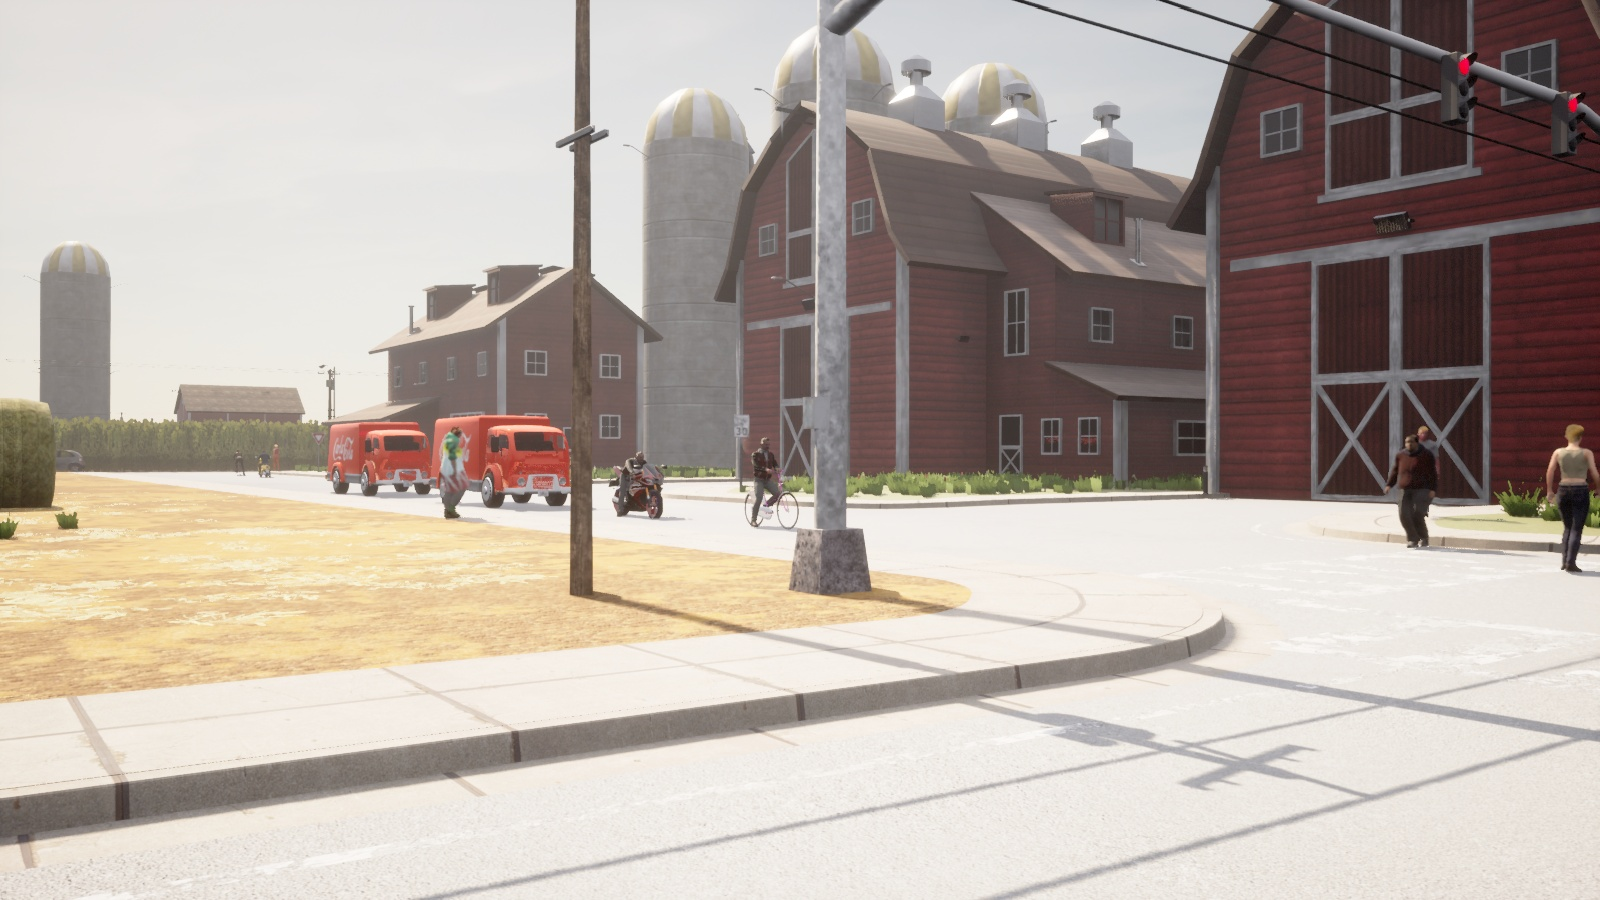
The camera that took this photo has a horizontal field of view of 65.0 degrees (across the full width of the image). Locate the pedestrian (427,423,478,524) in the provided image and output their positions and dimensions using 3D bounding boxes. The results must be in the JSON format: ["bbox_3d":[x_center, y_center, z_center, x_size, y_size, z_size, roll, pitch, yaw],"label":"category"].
[{"bbox_3d":[-6.860,0.455,24.790,0.873,1.952,0.659,0,0,-25],"label":"pedestrian"}]

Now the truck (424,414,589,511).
[{"bbox_3d":[-8.225,0.334,34.843,2.627,2.467,5.204,0,0,-36],"label":"truck"}]

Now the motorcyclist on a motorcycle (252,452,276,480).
[{"bbox_3d":[-30.675,0.912,71.864,0.866,1.590,1.817,0,0,-36],"label":"motorcyclist on a motorcycle"}]

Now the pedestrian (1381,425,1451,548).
[{"bbox_3d":[9.502,0.547,19.370,0.899,1.844,0.634,0,0,-39],"label":"pedestrian"}]

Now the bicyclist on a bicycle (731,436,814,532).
[{"bbox_3d":[-0.547,0.644,24.227,0.659,1.776,1.843,0,-1,-36],"label":"bicyclist on a bicycle"}]

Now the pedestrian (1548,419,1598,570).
[{"bbox_3d":[9.571,0.538,15.551,0.594,1.836,0.345,0,0,-39],"label":"pedestrian"}]

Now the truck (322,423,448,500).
[{"bbox_3d":[-14.410,0.349,43.388,2.627,2.467,5.204,-1,1,-36],"label":"truck"}]

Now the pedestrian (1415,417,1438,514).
[{"bbox_3d":[12.005,0.297,24.072,0.354,1.836,0.706,0,0,30],"label":"pedestrian"}]

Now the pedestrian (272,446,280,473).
[{"bbox_3d":[-35.416,0.663,84.868,0.345,1.836,0.594,0,0,-43],"label":"pedestrian"}]

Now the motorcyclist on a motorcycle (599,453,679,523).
[{"bbox_3d":[-3.680,0.831,28.562,0.866,1.530,2.191,0,0,-36],"label":"motorcyclist on a motorcycle"}]
